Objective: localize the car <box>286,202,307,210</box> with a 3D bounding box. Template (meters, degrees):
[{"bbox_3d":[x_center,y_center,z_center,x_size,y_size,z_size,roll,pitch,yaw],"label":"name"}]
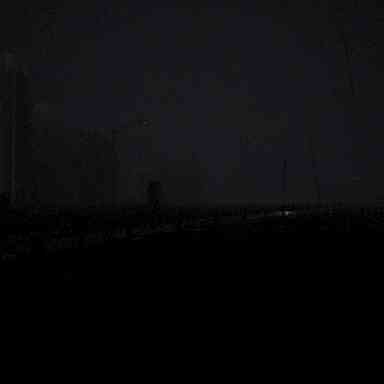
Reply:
[{"bbox_3d":[15.295,2.096,49.148,1.895,1.301,4.718,1,0,36],"label":"car"}]
